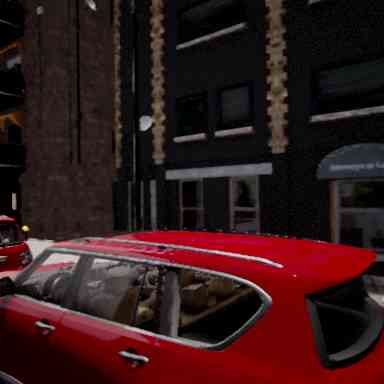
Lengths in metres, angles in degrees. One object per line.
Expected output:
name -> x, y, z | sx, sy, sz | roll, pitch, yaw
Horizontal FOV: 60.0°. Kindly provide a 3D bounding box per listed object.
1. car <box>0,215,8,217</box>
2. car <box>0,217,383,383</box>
car -> -5.239, 1.334, 6.780 | 5.009, 1.841, 2.192 | 0, -1, 36
car -> -0.592, 1.321, 3.478 | 5.009, 1.841, 2.192 | 0, -1, 36
